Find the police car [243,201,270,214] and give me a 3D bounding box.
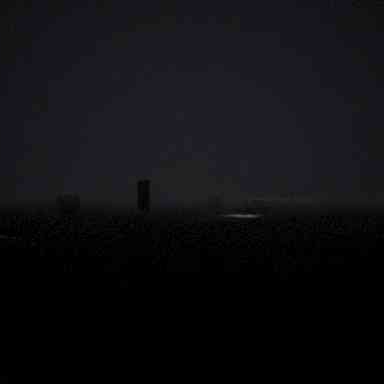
[{"bbox_3d":[8.059,1.888,41.764,1.930,1.638,5.238,-1,-1,35],"label":"police car"}]
